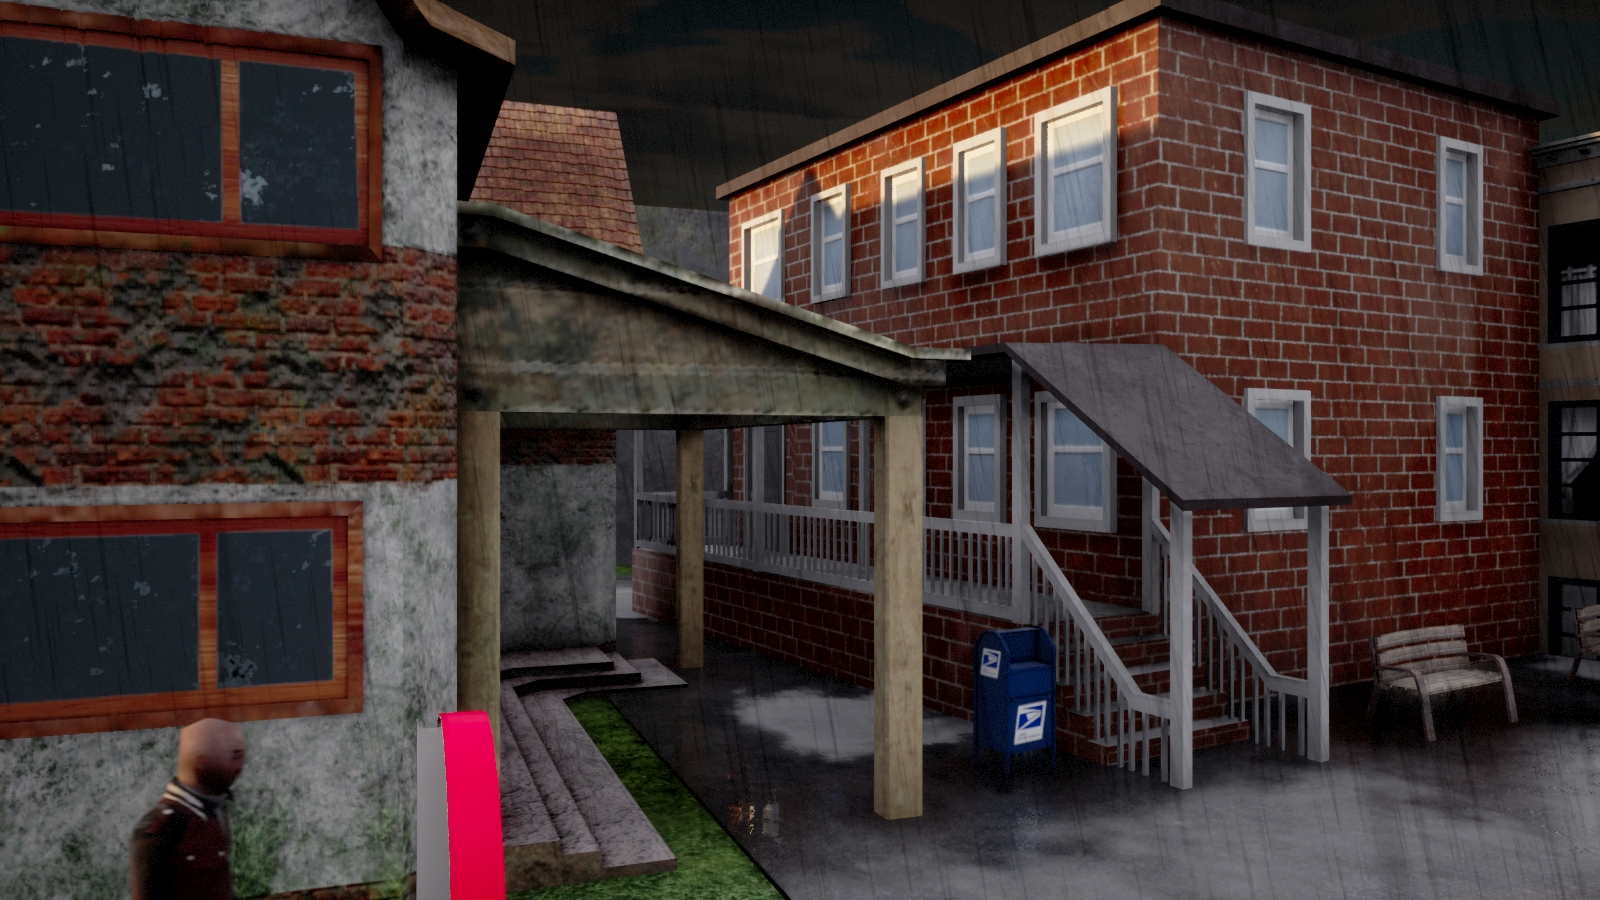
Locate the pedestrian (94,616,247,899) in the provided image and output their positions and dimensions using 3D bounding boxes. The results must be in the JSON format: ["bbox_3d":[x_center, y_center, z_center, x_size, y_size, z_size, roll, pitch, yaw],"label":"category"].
[{"bbox_3d":[-2.115,1.524,3.866,0.375,1.860,0.375,0,0,-15],"label":"pedestrian"}]
